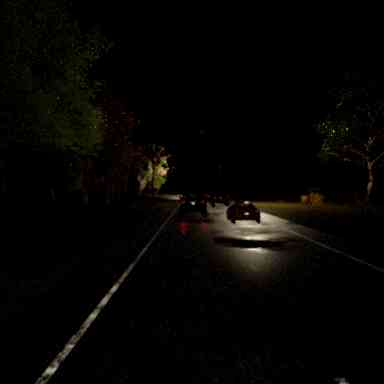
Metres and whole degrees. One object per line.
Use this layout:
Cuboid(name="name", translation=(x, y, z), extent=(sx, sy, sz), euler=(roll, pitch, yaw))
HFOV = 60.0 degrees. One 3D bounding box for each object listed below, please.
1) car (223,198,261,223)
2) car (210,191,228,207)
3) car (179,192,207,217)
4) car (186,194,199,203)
Cuboid(name="car", translation=(3.540, 1.359, 23.431), extent=(1.994, 1.385, 4.181), euler=(0, 1, 0))
Cuboid(name="car", translation=(3.585, 0.832, 44.151), extent=(2.150, 2.045, 5.566), euler=(0, 1, 0))
Cuboid(name="car", translation=(0.092, 0.971, 28.478), extent=(2.150, 2.045, 5.566), euler=(0, 0, 0))
Cuboid(name="car", translation=(0.087, 1.056, 54.667), extent=(2.033, 1.411, 5.357), euler=(0, 1, 0))
